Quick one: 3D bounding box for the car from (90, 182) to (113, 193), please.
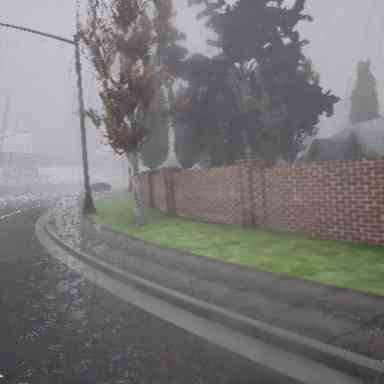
[{"bbox_3d":[-13.915,-0.693,50.720,1.837,1.490,4.892,-5,3,16],"label":"car"}]
